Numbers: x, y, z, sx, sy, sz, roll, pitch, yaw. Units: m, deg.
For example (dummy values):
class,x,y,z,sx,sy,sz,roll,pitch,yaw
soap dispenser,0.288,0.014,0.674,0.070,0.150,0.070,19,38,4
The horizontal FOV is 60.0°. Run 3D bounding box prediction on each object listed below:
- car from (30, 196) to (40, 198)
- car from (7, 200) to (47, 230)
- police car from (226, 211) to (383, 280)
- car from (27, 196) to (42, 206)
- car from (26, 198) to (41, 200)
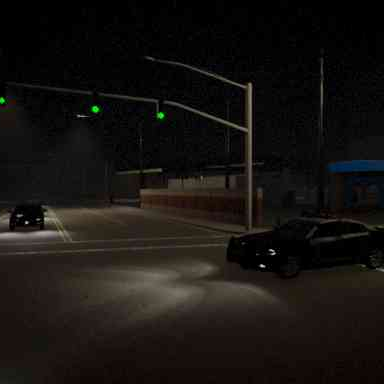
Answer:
class,x,y,z,sx,sy,sz,roll,pitch,yaw
car,-18.862,1.453,39.460,2.128,1.511,4.902,0,0,-25
car,-10.410,1.499,21.128,1.837,1.490,4.892,0,0,-25
police car,3.536,1.420,9.867,5.238,1.638,1.930,0,0,-22
car,-25.974,1.427,55.054,2.128,1.511,4.902,0,0,-25
car,-14.587,1.542,30.185,1.994,1.385,4.181,0,0,-25
